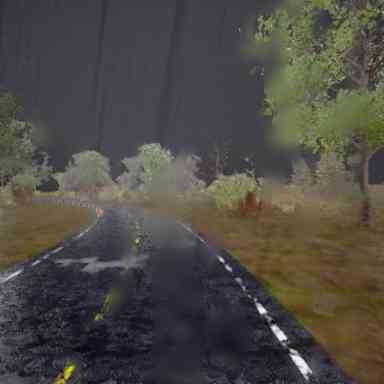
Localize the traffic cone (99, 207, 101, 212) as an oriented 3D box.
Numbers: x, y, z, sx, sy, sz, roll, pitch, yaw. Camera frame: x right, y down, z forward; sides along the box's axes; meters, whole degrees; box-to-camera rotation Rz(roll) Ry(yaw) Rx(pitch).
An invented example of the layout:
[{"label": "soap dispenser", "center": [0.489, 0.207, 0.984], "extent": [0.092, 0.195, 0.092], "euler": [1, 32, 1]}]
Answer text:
[{"label": "traffic cone", "center": [-9.164, 2.019, 33.881], "extent": [0.340, 0.580, 0.340], "euler": [0, 0, -16]}]

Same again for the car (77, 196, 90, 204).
[{"label": "car", "center": [-22.593, 1.684, 68.948], "extent": [1.837, 1.490, 4.892], "euler": [0, 0, -30]}]
